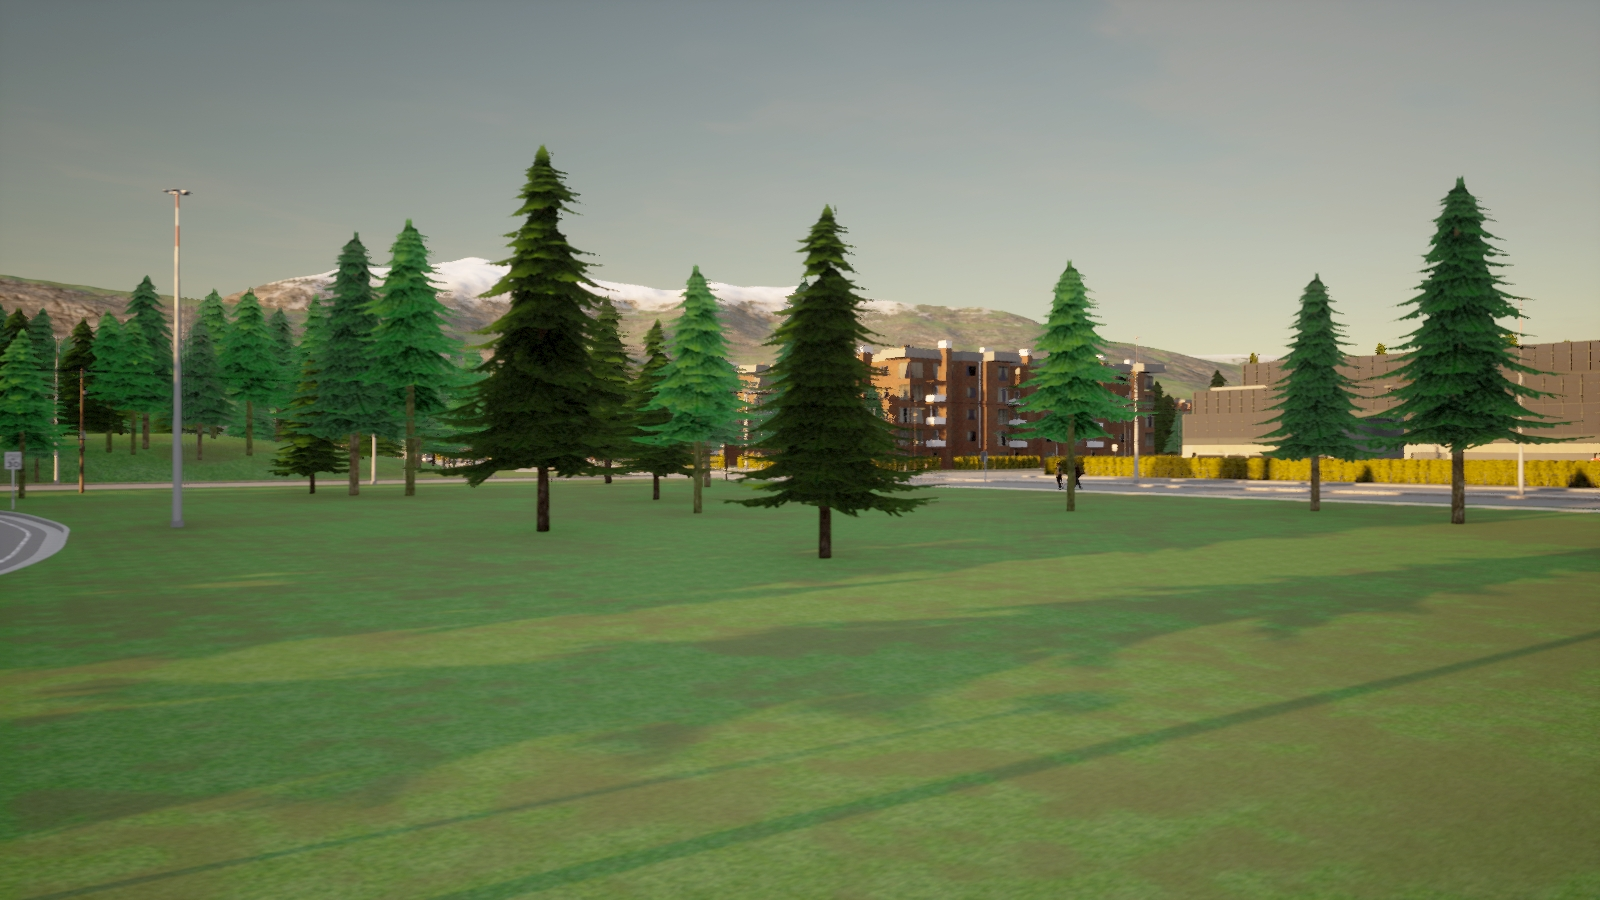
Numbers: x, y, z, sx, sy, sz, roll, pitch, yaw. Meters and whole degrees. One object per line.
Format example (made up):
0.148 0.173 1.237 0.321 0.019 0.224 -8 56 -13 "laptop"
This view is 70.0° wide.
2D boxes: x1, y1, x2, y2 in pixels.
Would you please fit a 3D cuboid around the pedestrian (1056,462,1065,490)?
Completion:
16.967 1.696 74.426 0.375 1.860 0.375 0 0 -35 "pedestrian"

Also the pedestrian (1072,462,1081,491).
17.559 1.696 72.563 0.375 1.860 0.375 0 0 -35 "pedestrian"
